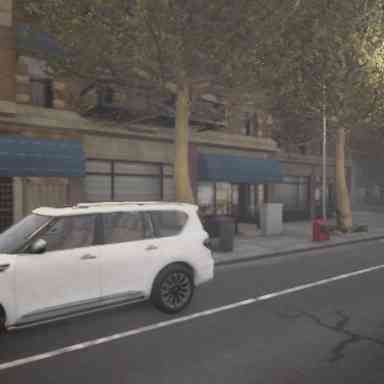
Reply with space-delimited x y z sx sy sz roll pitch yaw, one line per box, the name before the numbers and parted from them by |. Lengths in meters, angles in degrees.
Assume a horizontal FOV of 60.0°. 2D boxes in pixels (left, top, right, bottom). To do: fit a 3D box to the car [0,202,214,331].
car | -2.142 1.231 6.093 5.566 2.045 2.435 0 0 -36
